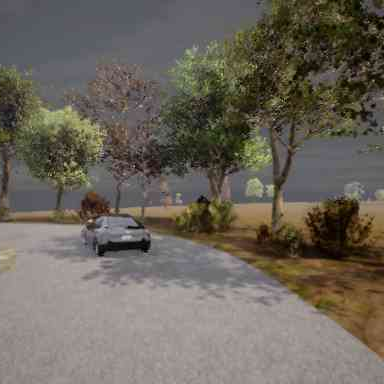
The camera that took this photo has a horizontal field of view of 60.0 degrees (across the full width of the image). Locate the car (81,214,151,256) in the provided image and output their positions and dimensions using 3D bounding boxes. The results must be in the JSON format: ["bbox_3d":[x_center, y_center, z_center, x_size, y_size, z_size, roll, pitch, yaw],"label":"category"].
[{"bbox_3d":[-3.163,1.568,13.451,1.994,1.385,4.181,0,0,-26],"label":"car"}]
